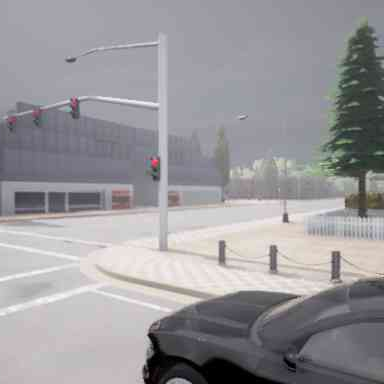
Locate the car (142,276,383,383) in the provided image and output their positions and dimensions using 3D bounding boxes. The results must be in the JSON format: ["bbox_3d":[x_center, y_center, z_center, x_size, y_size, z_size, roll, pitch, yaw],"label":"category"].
[{"bbox_3d":[1.780,1.478,2.687,5.008,1.535,1.882,0,0,36],"label":"car"}]
